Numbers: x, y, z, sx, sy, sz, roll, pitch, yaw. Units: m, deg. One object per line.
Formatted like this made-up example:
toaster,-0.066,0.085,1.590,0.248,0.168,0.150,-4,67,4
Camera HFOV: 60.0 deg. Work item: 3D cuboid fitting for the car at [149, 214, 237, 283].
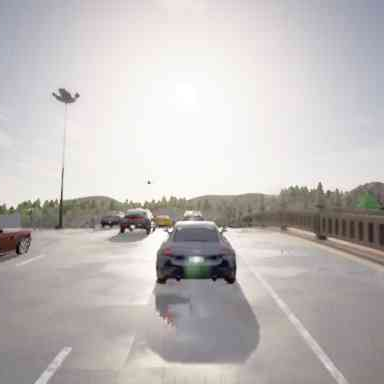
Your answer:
car,0.098,1.522,9.541,1.994,1.385,4.181,0,-1,0

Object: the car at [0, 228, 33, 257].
car,-6.902,1.571,10.364,1.895,1.301,4.718,0,-1,0

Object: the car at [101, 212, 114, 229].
car,-6.909,2.581,30.462,2.128,1.511,4.902,0,-6,0

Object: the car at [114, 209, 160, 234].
car,-3.406,1.883,21.537,1.837,1.490,4.892,0,-3,0

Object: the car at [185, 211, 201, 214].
car,0.091,2.474,29.370,2.128,1.511,4.902,0,-5,0
